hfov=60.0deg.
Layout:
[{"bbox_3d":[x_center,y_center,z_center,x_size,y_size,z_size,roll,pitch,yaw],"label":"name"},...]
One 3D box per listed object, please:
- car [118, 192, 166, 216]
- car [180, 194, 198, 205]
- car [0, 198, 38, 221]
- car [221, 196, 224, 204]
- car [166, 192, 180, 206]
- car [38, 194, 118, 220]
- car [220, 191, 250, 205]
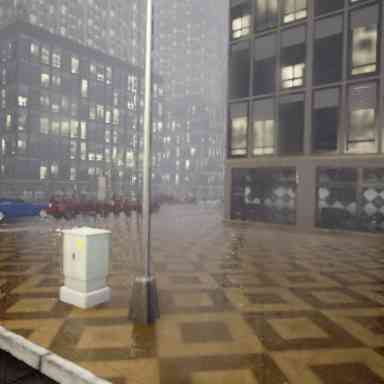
[{"bbox_3d":[-5.119,1.097,29.683,2.192,1.841,5.009,2,1,39],"label":"car"},{"bbox_3d":[-0.914,1.053,47.646,1.967,1.590,4.097,2,1,39],"label":"car"},{"bbox_3d":[-12.810,1.163,24.167,1.882,1.535,5.008,2,1,39],"label":"car"},{"bbox_3d":[6.459,1.377,48.297,1.895,1.301,4.718,2,1,39],"label":"car"},{"bbox_3d":[-4.373,0.911,43.295,2.192,1.841,5.009,2,1,39],"label":"car"},{"bbox_3d":[-8.505,1.084,25.275,2.192,1.841,5.009,2,1,39],"label":"car"},{"bbox_3d":[6.947,0.934,53.393,2.150,2.045,5.566,2,1,39],"label":"car"}]
